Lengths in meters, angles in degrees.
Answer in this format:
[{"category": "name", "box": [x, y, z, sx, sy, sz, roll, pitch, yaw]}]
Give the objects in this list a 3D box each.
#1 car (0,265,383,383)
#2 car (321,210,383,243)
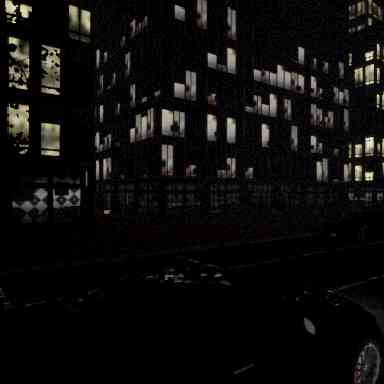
[{"category": "car", "box": [0.110, 1.526, 3.399, 4.674, 1.442, 1.812, 0, 0, -36]}, {"category": "car", "box": [8.140, 1.563, 16.226, 4.313, 1.339, 1.947, 0, 0, -36]}]
